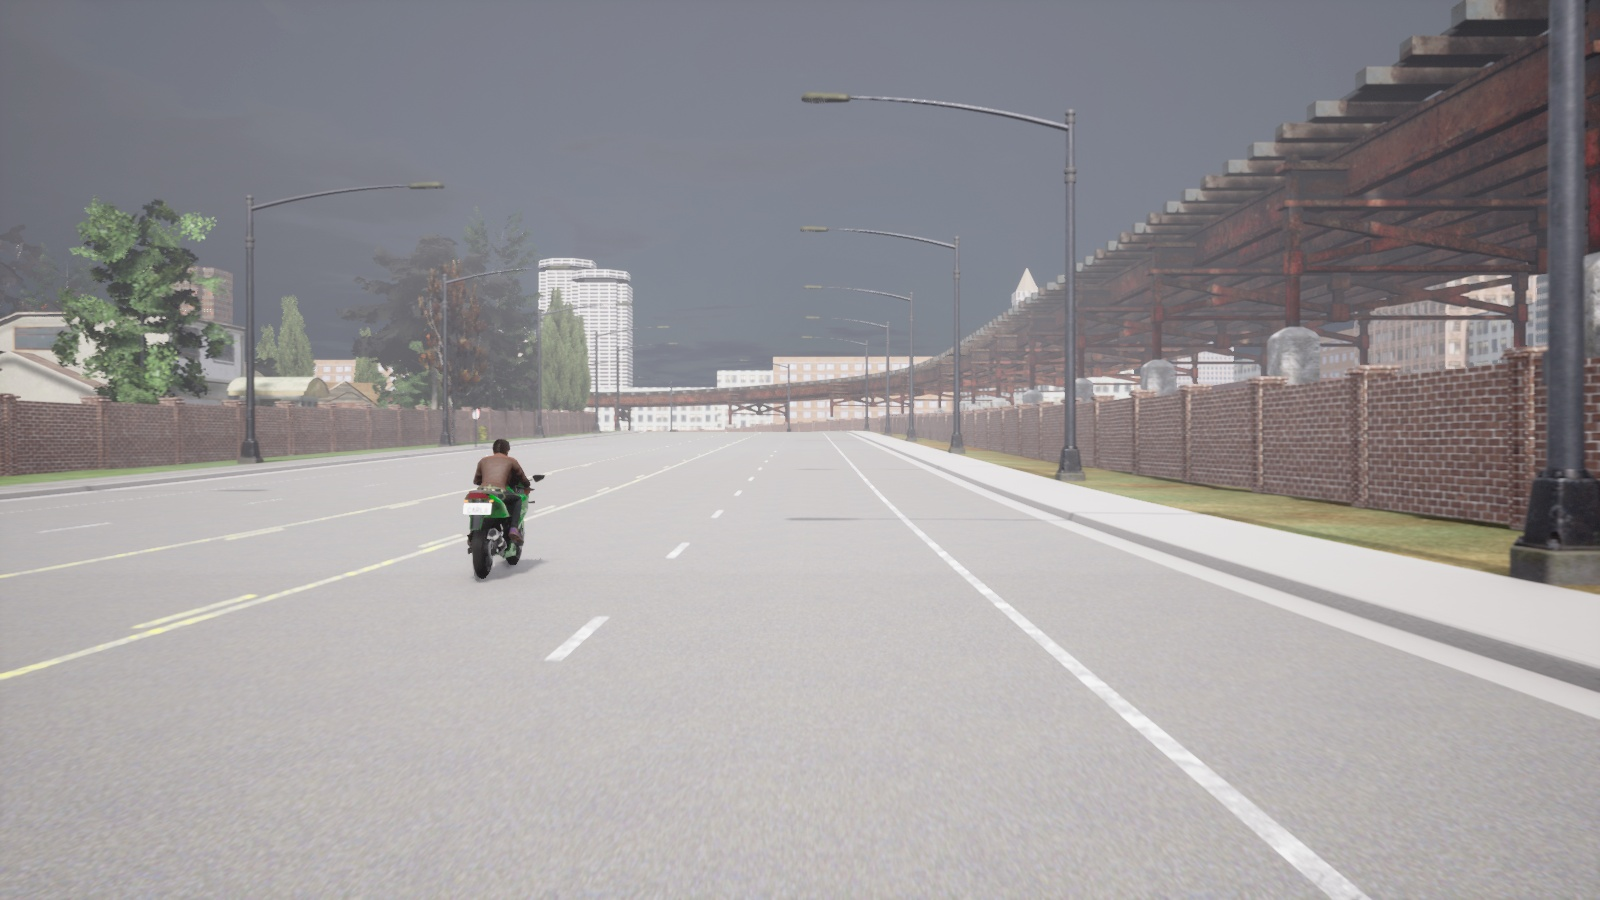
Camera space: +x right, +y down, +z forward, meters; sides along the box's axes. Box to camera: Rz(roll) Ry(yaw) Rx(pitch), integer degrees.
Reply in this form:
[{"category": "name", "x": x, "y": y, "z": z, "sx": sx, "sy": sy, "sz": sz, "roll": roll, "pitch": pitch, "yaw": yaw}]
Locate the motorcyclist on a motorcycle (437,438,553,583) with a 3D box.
[{"category": "motorcyclist on a motorcycle", "x": -3.402, "y": 0.626, "z": 14.203, "sx": 0.797, "sy": 1.523, "sz": 2.044, "roll": 0, "pitch": 1, "yaw": 0}]
